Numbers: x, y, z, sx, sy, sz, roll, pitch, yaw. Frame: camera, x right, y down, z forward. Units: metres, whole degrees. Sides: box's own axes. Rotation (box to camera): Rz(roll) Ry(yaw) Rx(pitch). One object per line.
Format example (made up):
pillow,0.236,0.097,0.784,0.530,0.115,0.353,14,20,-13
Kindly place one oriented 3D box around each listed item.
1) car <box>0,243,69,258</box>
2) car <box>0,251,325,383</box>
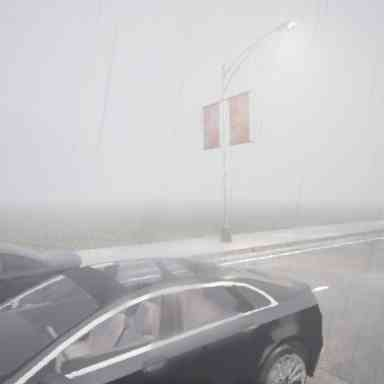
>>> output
car,-4.106,1.480,4.751,5.008,1.535,1.882,0,0,-36
car,-0.746,1.488,3.154,4.902,1.511,2.128,0,0,-36
